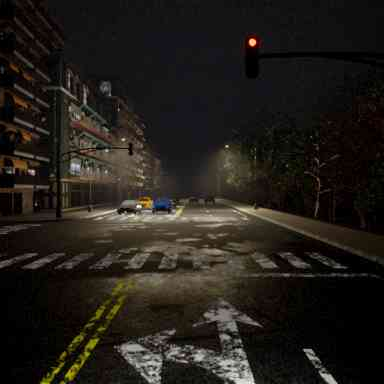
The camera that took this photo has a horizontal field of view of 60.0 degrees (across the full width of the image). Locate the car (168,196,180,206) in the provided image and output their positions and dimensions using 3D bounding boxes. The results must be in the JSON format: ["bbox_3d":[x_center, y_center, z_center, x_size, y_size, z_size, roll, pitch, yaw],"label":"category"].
[{"bbox_3d":[-3.004,1.518,55.900,1.837,1.490,4.892,0,0,0],"label":"car"}]

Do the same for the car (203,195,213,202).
[{"bbox_3d":[3.590,1.498,76.496,2.033,1.411,5.357,0,0,0],"label":"car"}]

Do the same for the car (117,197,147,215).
[{"bbox_3d":[-6.438,1.551,34.920,2.033,1.411,5.357,0,0,0],"label":"car"}]

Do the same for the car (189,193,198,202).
[{"bbox_3d":[0.341,1.253,76.588,2.150,2.045,5.566,0,0,0],"label":"car"}]

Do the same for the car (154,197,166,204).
[{"bbox_3d":[-6.212,1.620,65.036,1.895,1.301,4.718,0,0,0],"label":"car"}]

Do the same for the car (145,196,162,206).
[{"bbox_3d":[-6.260,1.504,54.712,2.128,1.511,4.902,0,0,0],"label":"car"}]

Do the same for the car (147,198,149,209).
[{"bbox_3d":[-6.354,1.485,44.572,1.882,1.535,5.008,0,0,1],"label":"car"}]

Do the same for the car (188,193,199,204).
[{"bbox_3d":[0.396,1.512,66.498,2.128,1.511,4.902,0,0,0],"label":"car"}]

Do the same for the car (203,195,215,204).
[{"bbox_3d":[3.543,1.525,66.077,1.837,1.490,4.892,0,0,0],"label":"car"}]

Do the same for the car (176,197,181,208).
[{"bbox_3d":[-3.090,1.500,45.838,2.128,1.511,4.902,0,0,1],"label":"car"}]

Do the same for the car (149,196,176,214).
[{"bbox_3d":[-3.179,1.482,36.357,1.882,1.535,5.008,0,0,1],"label":"car"}]
